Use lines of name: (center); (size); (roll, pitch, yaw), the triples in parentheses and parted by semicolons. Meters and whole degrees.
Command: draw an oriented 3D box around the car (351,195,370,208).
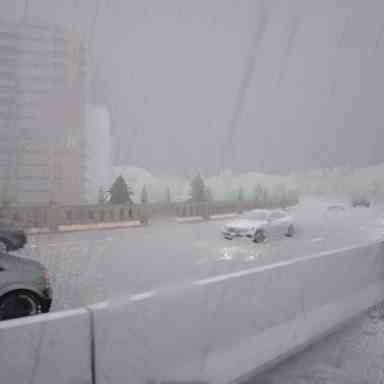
car: (26.165, 1.431, 51.706); (2.150, 2.045, 5.566); (0, 0, 20)

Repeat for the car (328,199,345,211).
car: (19.166, 1.707, 44.035); (1.812, 1.442, 4.674); (0, 0, 26)

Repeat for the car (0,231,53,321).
car: (-4.481, 1.592, 5.266); (4.181, 1.385, 1.994); (0, 0, -36)

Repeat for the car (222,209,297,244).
car: (3.472, 1.597, 16.393); (4.674, 1.442, 1.812); (0, 0, -44)

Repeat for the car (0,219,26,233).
car: (-8.218, 1.561, 11.145); (4.892, 1.490, 1.837); (0, 0, -36)
